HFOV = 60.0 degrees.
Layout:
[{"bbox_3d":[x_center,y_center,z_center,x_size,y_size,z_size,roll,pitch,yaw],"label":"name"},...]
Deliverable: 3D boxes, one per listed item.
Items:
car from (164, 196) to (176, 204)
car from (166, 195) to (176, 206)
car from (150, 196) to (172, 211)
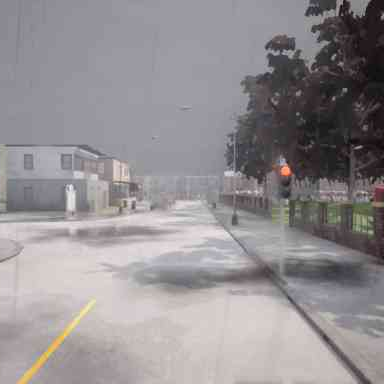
[{"bbox_3d":[-4.053,1.526,62.283,1.812,1.442,4.674,0,0,1],"label":"car"},{"bbox_3d":[-4.083,1.352,52.067,2.097,1.767,4.553,0,0,0],"label":"car"},{"bbox_3d":[-4.092,1.547,41.965,2.033,1.411,5.357,0,0,0],"label":"car"}]
